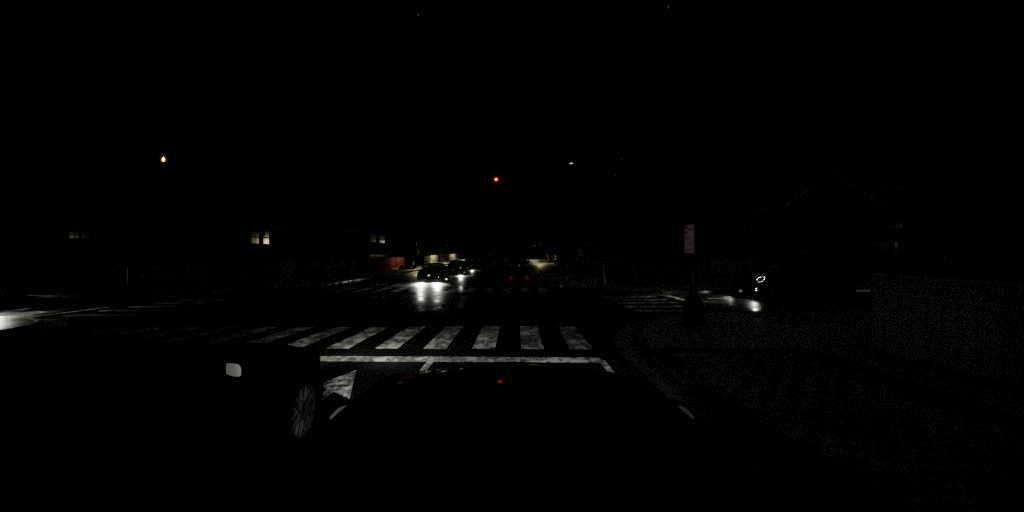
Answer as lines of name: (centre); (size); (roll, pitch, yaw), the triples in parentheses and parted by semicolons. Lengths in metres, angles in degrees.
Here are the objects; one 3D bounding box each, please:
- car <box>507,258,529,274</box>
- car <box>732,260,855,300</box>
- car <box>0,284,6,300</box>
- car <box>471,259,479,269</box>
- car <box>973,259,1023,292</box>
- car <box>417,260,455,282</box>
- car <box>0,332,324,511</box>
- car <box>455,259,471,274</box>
car: (0.779, 0.985, 39.480); (2.097, 1.767, 4.553); (0, 0, 1)
car: (12.653, 0.994, 16.362); (4.553, 1.767, 2.097); (0, 0, -1)
car: (-23.173, 1.140, 13.779); (5.566, 2.045, 2.150); (0, 0, 4)
car: (-5.748, 1.059, 49.439); (2.033, 1.411, 5.357); (0, 1, 2)
car: (23.891, 0.905, 16.469); (4.553, 1.767, 2.097); (0, 0, -1)
car: (-6.126, 1.250, 28.503); (1.994, 1.385, 4.181); (0, 0, 1)
car: (-3.152, 1.227, 2.210); (1.882, 1.535, 5.008); (0, 0, 1)
car: (-5.949, 1.165, 38.795); (1.812, 1.442, 4.674); (0, 0, 1)
